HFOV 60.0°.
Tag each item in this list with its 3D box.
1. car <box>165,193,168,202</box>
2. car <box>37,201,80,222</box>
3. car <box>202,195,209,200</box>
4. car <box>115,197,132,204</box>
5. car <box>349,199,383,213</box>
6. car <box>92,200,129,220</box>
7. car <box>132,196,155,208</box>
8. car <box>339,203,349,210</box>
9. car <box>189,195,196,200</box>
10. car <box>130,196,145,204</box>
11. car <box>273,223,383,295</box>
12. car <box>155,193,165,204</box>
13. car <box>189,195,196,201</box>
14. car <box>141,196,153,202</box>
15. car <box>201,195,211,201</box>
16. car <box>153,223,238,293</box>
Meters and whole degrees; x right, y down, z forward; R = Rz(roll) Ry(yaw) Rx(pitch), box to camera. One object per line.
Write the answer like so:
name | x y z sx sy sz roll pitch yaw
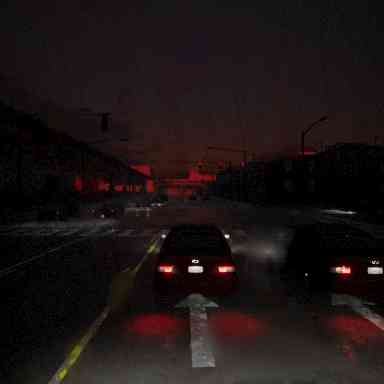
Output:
car | -6.810 1.225 76.845 2.150 2.045 5.566 0 0 0
car | -10.535 1.477 26.598 1.882 1.535 5.008 0 0 0
car | 3.733 1.524 94.009 1.812 1.442 4.674 0 0 0
car | -10.474 1.505 49.009 1.837 1.490 4.892 0 0 0
car | 20.050 1.564 36.375 4.181 1.385 1.994 0 0 0
car | -7.030 1.601 28.414 1.895 1.301 4.718 0 0 0
car | -6.976 1.601 48.453 1.895 1.301 4.718 0 0 0
car | 20.634 1.547 39.879 5.357 1.411 2.033 0 0 0
car | 0.232 1.500 93.755 1.837 1.490 4.892 0 0 0
car | -10.391 1.477 63.825 1.882 1.535 5.008 0 0 1
car | 3.582 1.547 8.854 2.033 1.411 5.357 0 0 2
car | -6.883 1.476 64.804 1.882 1.535 5.008 0 0 1
car | 0.207 1.540 83.246 2.033 1.411 5.357 0 0 0
car | -10.311 1.540 76.073 2.033 1.411 5.357 0 0 0
car | 3.709 1.553 84.194 1.994 1.385 4.181 0 0 0
car | 0.091 1.547 8.962 2.033 1.411 5.357 0 0 0
